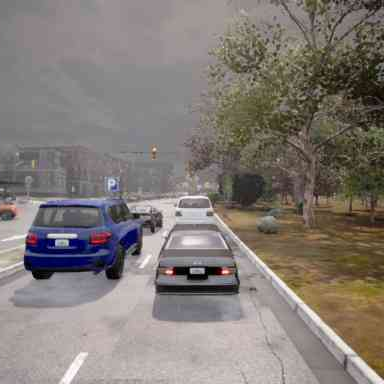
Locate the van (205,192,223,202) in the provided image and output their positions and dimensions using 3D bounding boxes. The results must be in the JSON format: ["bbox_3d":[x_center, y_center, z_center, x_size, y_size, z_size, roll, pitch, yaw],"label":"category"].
[{"bbox_3d":[4.201,1.044,67.437,4.442,1.987,1.878,1,0,-14],"label":"van"}]

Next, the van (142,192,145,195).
[{"bbox_3d":[-13.330,1.094,73.805,4.442,1.987,1.878,-1,0,-14],"label":"van"}]

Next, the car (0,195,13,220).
[{"bbox_3d":[-16.660,1.405,27.011,4.553,1.767,2.185,-1,0,-19],"label":"car"}]

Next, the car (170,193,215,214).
[{"bbox_3d":[0.129,1.246,19.106,2.150,2.045,5.566,0,0,0],"label":"car"}]

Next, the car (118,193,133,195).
[{"bbox_3d":[-14.523,1.359,64.819,4.792,1.488,2.163,-1,0,-15],"label":"car"}]

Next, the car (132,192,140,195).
[{"bbox_3d":[-13.882,1.316,67.812,5.366,1.575,1.946,-1,0,-15],"label":"car"}]

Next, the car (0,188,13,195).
[{"bbox_3d":[-31.232,0.138,55.667,2.002,1.452,4.674,6,-3,-19],"label":"car"}]

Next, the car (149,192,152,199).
[{"bbox_3d":[-12.737,1.360,79.772,4.674,1.452,2.002,-1,0,-13],"label":"car"}]

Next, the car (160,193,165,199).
[{"bbox_3d":[-11.114,1.066,91.764,5.566,2.045,2.435,-1,0,-12],"label":"car"}]

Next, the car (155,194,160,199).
[{"bbox_3d":[-11.561,1.358,88.757,4.674,1.452,2.002,-1,0,-12],"label":"car"}]

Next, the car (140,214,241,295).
[{"bbox_3d":[0.096,1.556,8.857,2.033,1.411,5.357,0,0,0],"label":"car"}]

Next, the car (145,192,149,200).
[{"bbox_3d":[-13.106,1.322,76.776,4.892,1.521,2.231,-1,0,-14],"label":"car"}]

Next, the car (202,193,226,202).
[{"bbox_3d":[4.581,1.143,70.407,4.553,1.767,2.185,1,0,-14],"label":"car"}]

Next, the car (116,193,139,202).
[{"bbox_3d":[-13.792,1.197,70.765,4.553,1.767,2.185,-1,0,-14],"label":"car"}]

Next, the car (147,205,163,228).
[{"bbox_3d":[-2.874,1.518,19.969,2.128,1.511,4.902,0,0,3],"label":"car"}]

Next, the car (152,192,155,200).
[{"bbox_3d":[-12.369,1.360,82.774,4.674,1.452,2.002,-1,0,-13],"label":"car"}]

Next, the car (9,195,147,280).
[{"bbox_3d":[-2.905,1.232,10.112,2.150,2.045,5.566,0,0,0],"label":"car"}]
